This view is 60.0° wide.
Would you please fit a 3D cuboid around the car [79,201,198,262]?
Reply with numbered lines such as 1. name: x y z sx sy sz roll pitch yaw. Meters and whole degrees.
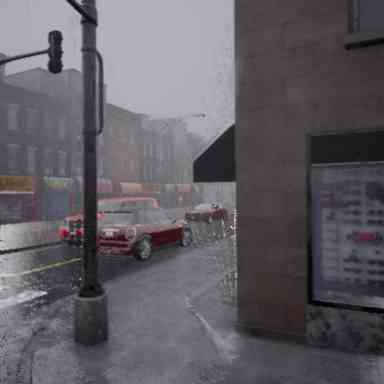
1. car: -1.759 1.377 12.645 2.097 1.767 4.553 -1 0 25

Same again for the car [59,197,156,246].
1. car: -3.501 1.277 15.571 2.150 2.045 5.566 -1 0 25

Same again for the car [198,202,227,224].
1. car: 1.164 1.528 25.455 1.882 1.535 5.008 -1 0 25
